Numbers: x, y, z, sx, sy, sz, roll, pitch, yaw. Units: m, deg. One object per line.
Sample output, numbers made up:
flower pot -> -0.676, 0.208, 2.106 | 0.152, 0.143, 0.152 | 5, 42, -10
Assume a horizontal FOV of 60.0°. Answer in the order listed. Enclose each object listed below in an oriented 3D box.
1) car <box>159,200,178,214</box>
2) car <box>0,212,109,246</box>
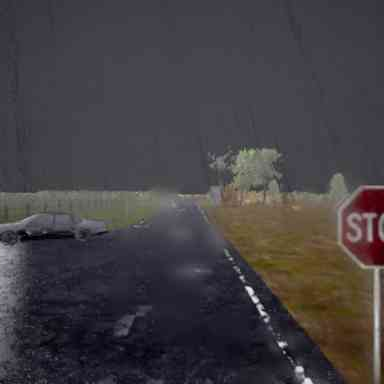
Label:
car -> -2.788, 1.730, 40.339 | 2.097, 1.767, 4.553 | 0, -1, 0
car -> -6.767, 1.672, 15.877 | 5.357, 1.411, 2.033 | 1, -1, -27
